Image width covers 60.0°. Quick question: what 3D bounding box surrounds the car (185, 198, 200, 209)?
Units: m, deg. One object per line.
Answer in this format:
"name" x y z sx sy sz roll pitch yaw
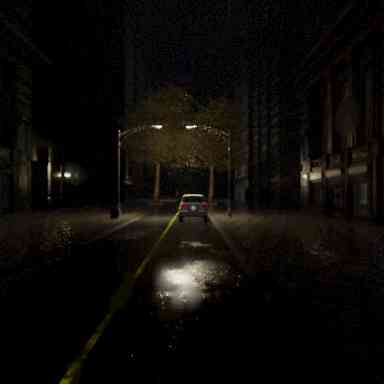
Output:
"car" 0.101 1.569 45.756 1.994 1.385 4.181 0 0 0

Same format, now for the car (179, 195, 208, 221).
"car" 0.100 1.221 26.953 2.150 2.045 5.566 0 0 0
